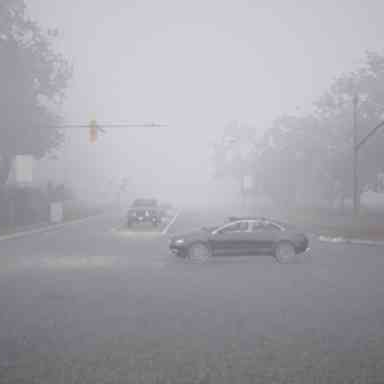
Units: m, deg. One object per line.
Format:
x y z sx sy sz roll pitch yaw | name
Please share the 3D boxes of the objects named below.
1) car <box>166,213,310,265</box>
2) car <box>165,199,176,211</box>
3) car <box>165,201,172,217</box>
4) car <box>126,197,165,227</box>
1.635 1.639 11.826 4.902 1.511 2.128 0 -1 -3 | car
-3.799 2.104 49.133 1.994 1.385 4.181 0 0 -2 | car
-3.628 1.983 36.551 2.033 1.411 5.357 0 -1 0 | car
-3.621 1.541 26.006 2.150 2.045 5.566 0 -1 0 | car
